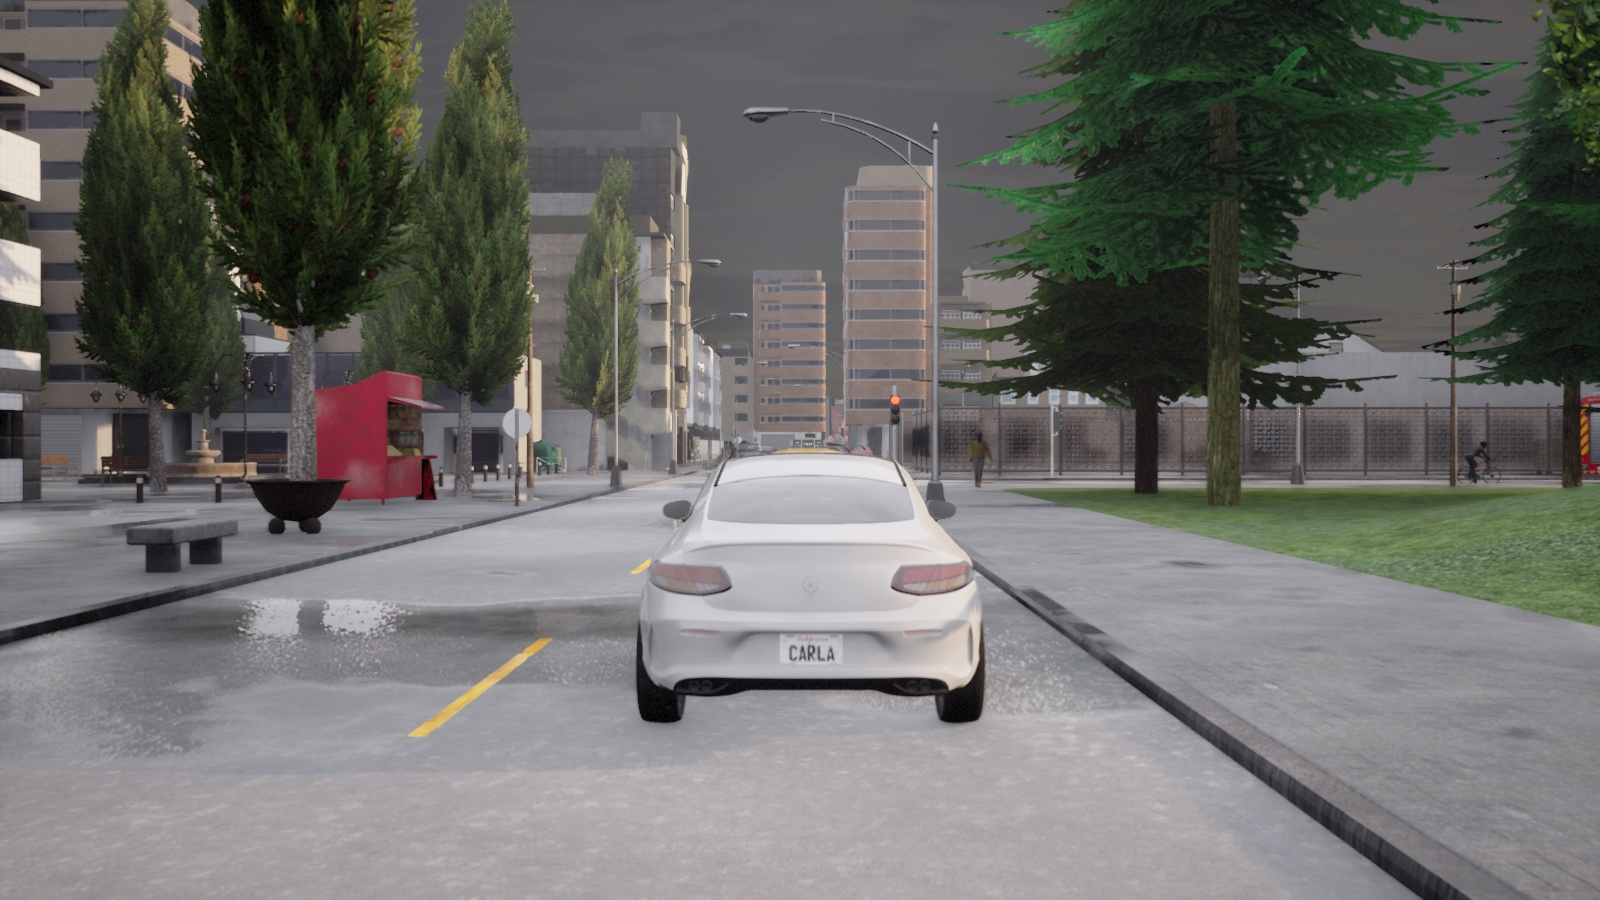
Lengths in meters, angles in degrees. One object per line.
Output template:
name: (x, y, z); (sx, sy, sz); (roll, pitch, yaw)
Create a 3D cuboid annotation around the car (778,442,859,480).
car: (0.772, 0.441, 55.127); (1.851, 1.617, 3.988); (0, 0, -28)

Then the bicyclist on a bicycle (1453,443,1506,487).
bicyclist on a bicycle: (25.392, 0.546, 46.920); (1.656, 1.620, 0.582); (0, 0, 0)

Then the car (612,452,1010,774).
car: (0.060, 0.743, 8.051); (1.812, 1.442, 4.674); (0, 0, 0)

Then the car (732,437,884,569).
car: (0.114, 0.621, 17.645); (1.801, 1.575, 5.366); (0, 0, 0)

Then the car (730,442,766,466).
car: (-3.639, 0.260, 88.445); (2.242, 1.667, 4.611); (0, 0, 2)

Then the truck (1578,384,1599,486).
truck: (34.132, -0.564, 46.859); (8.468, 3.827, 2.891); (0, 0, -1)

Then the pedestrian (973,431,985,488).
pedestrian: (5.818, 0.310, 40.780); (0.370, 1.835, 0.726); (0, 0, 6)
